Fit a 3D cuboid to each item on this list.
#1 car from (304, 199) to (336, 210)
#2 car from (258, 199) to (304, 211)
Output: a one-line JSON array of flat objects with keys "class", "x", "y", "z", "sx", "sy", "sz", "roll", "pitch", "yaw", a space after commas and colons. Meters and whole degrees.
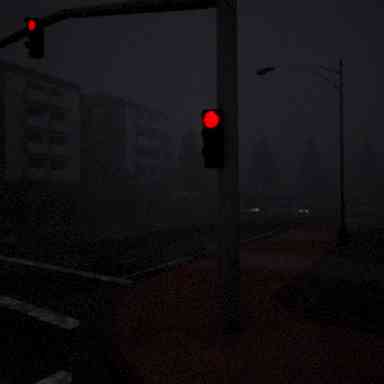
[{"class": "car", "x": 17.170, "y": 1.705, "z": 45.456, "sx": 5.357, "sy": 1.411, "sz": 2.033, "roll": 0, "pitch": 0, "yaw": -25}, {"class": "car", "x": 11.760, "y": 1.726, "z": 44.988, "sx": 5.357, "sy": 1.411, "sz": 2.033, "roll": 1, "pitch": 3, "yaw": -5}]
